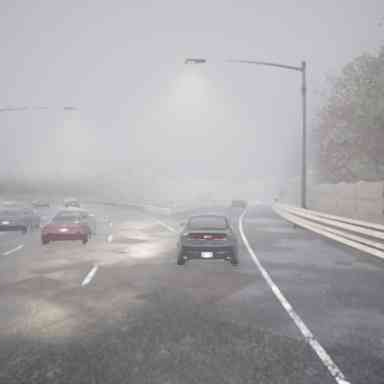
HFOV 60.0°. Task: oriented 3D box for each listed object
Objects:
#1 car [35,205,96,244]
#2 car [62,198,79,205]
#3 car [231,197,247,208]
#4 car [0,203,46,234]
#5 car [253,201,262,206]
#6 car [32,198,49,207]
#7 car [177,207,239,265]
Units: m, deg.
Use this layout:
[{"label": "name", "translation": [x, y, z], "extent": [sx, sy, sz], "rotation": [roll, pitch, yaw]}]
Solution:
[{"label": "car", "translation": [-5.744, 1.560, 15.882], "extent": [1.994, 1.385, 4.181], "rotation": [0, 0, -11]}, {"label": "car", "translation": [-17.203, 1.514, 47.096], "extent": [1.812, 1.442, 4.674], "rotation": [0, 0, -29]}, {"label": "car", "translation": [6.746, 1.490, 47.253], "extent": [1.882, 1.535, 5.008], "rotation": [0, 0, 15]}, {"label": "car", "translation": [-10.075, 1.557, 19.171], "extent": [1.994, 1.385, 4.181], "rotation": [0, 0, -13]}, {"label": "car", "translation": [15.991, 2.831, 81.441], "extent": [1.812, 1.442, 4.674], "rotation": [0, -4, 17]}, {"label": "car", "translation": [-22.162, 1.548, 48.687], "extent": [1.994, 1.385, 4.181], "rotation": [0, 0, -31]}, {"label": "car", "translation": [0.590, 1.506, 11.705], "extent": [1.837, 1.490, 4.892], "rotation": [0, 0, 4]}]
